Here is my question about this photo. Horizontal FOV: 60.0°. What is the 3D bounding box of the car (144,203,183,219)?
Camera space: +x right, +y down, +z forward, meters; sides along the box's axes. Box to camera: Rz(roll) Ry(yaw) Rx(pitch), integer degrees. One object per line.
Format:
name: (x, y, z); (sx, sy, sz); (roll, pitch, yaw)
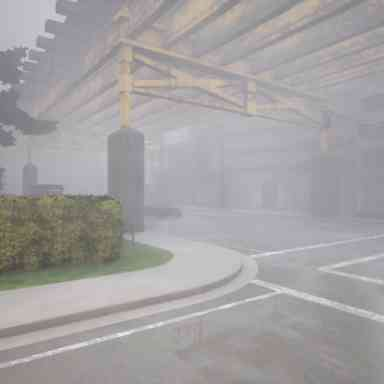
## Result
car: (-2.776, 1.593, 28.945); (1.895, 1.301, 4.718); (0, 0, -36)
